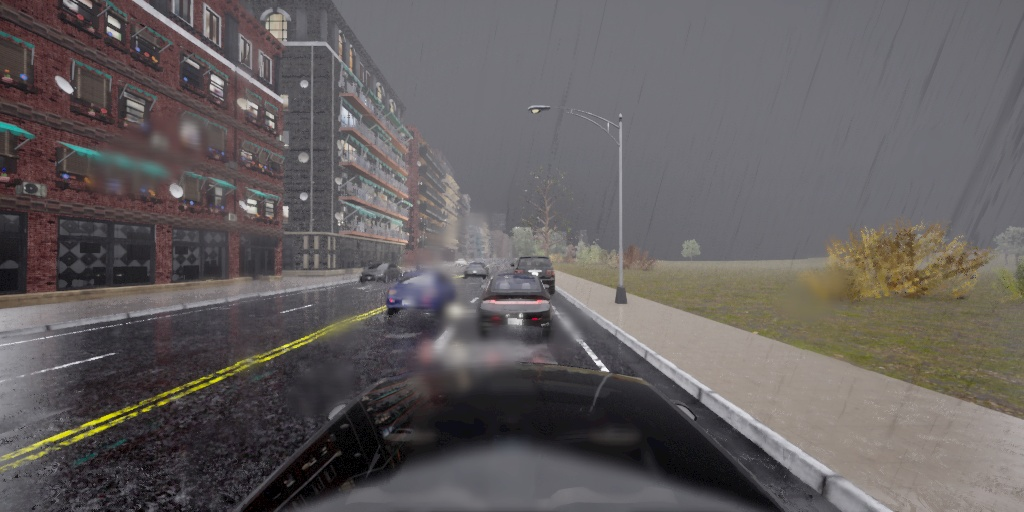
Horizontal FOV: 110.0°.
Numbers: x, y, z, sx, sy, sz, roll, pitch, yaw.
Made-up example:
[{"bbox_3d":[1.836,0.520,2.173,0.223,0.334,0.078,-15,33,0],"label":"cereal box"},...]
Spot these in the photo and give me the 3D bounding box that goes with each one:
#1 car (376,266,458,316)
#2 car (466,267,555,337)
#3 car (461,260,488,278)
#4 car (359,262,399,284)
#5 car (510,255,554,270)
[{"bbox_3d":[-3.163,1.277,13.233,1.812,1.442,4.674,0,0,0],"label":"car"},{"bbox_3d":[0.092,1.243,10.292,2.128,1.511,4.902,0,0,0],"label":"car"},{"bbox_3d":[-3.184,1.316,32.773,1.994,1.385,4.181,0,0,0],"label":"car"},{"bbox_3d":[-9.876,1.257,27.204,1.837,1.490,4.892,0,0,0],"label":"car"},{"bbox_3d":[1.120,0.977,20.162,2.150,2.045,5.566,0,0,0],"label":"car"}]
